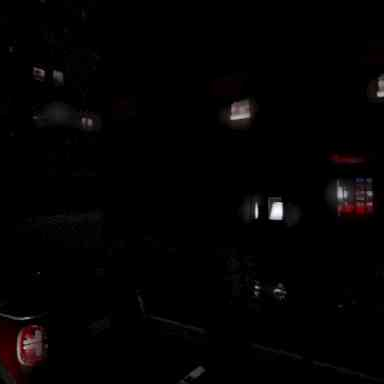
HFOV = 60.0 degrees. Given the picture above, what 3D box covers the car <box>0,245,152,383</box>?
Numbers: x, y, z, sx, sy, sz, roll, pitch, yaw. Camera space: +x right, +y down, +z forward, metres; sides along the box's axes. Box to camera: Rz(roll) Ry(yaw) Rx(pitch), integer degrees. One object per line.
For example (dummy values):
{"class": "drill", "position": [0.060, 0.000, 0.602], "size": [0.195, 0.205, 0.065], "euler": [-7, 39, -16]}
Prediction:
{"class": "car", "position": [-2.578, 1.487, 4.715], "size": [4.097, 1.590, 1.967], "euler": [-1, -1, 35]}
